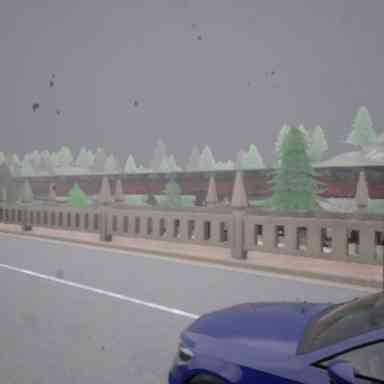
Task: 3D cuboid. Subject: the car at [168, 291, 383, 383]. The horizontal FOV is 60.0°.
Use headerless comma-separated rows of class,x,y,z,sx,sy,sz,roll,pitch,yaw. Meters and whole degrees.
car,1.952,1.526,2.595,4.674,1.442,1.812,0,0,36
